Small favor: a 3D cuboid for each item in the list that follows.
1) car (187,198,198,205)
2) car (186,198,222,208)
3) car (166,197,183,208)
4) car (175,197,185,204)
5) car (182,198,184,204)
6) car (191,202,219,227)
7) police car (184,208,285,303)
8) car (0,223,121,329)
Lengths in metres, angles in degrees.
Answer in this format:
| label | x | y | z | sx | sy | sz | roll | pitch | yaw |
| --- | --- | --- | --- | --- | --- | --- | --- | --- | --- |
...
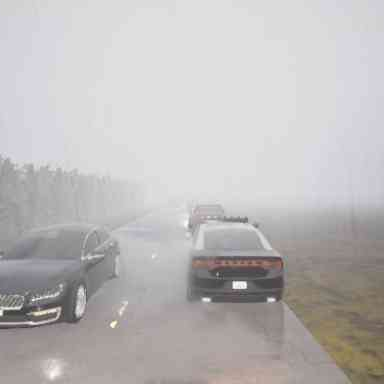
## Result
| label | x | y | z | sx | sy | sz | roll | pitch | yaw |
| --- | --- | --- | --- | --- | --- | --- | --- | --- | --- |
| car | 0.101 | 1.773 | 63.363 | 1.994 | 1.385 | 4.181 | 0 | 0 | 0 |
| car | 0.853 | 1.371 | 18.263 | 2.097 | 1.767 | 4.553 | 0 | 0 | 0 |
| car | -2.763 | 1.495 | 50.286 | 2.097 | 1.767 | 4.553 | 0 | 0 | 0 |
| car | -2.636 | 1.821 | 71.378 | 1.994 | 1.385 | 4.181 | 0 | 0 | 0 |
| car | 0.101 | 1.672 | 46.015 | 2.033 | 1.411 | 5.357 | 0 | 0 | 1 |
| car | 0.863 | 1.542 | 24.293 | 1.837 | 1.490 | 4.892 | 0 | 0 | 0 |
| police car | 0.838 | 1.429 | 8.401 | 1.930 | 1.638 | 5.238 | 0 | 0 | 0 |
| car | -2.836 | 1.507 | 7.264 | 1.837 | 1.490 | 4.892 | 0 | 0 | 0 |
